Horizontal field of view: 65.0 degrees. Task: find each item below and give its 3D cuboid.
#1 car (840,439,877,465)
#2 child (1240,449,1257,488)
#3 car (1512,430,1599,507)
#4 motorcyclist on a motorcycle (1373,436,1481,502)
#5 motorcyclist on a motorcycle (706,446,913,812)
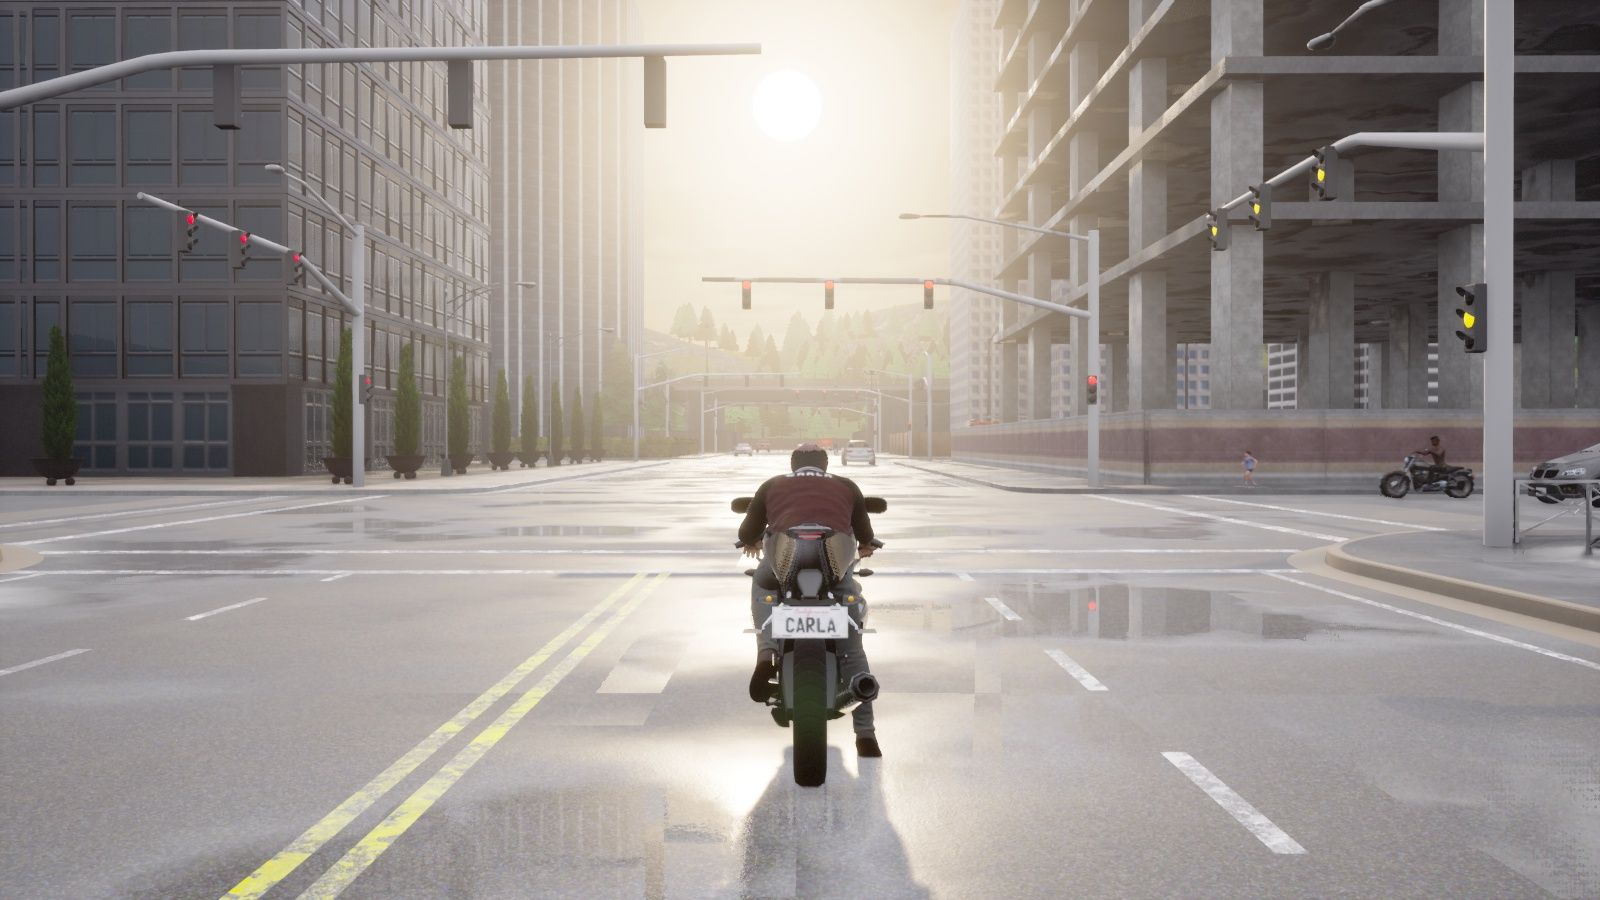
[{"bbox_3d":[3.933,0.114,85.024,2.242,1.667,4.611,0,0,0],"label":"car"},{"bbox_3d":[12.884,0.533,36.068,0.394,1.110,0.255,0,0,-12],"label":"child"},{"bbox_3d":[19.038,0.390,28.397,4.611,1.667,2.242,0,0,0],"label":"car"},{"bbox_3d":[15.914,0.473,31.900,2.350,1.649,0.766,1,0,0],"label":"motorcyclist on a motorcycle"},{"bbox_3d":[0.046,0.746,6.351,0.866,1.530,2.191,0,0,0],"label":"motorcyclist on a motorcycle"}]
